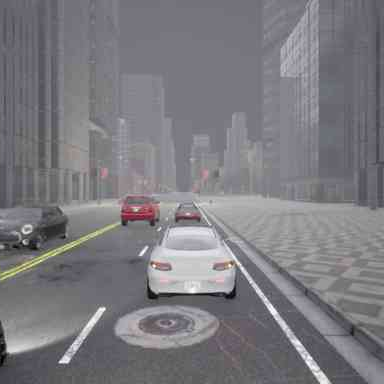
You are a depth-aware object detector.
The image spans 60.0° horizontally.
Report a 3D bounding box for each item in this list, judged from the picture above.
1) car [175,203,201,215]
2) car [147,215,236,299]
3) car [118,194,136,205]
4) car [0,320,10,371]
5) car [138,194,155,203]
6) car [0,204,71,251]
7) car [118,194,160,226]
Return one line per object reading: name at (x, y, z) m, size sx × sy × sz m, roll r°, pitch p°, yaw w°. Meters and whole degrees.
car at (-0.332, 1.552, 26.123) m, size 1.994 × 1.385 × 4.181 m, roll 0°, pitch 0°, yaw -1°
car at (-0.031, 1.523, 8.317) m, size 1.812 × 1.442 × 4.674 m, roll 0°, pitch 0°, yaw -1°
car at (-10.659, 1.195, 54.560) m, size 2.097 × 1.767 × 4.553 m, roll 0°, pitch 0°, yaw -1°
car at (-3.181, 1.564, 2.324) m, size 1.994 × 1.385 × 4.181 m, roll 0°, pitch 0°, yaw -1°
car at (-7.409, 1.076, 54.584) m, size 2.033 × 1.411 × 5.357 m, roll 0°, pitch 0°, yaw -1°
car at (-6.828, 1.347, 14.001) m, size 2.097 × 1.767 × 4.553 m, roll 0°, pitch 0°, yaw -1°
car at (-3.535, 1.213, 23.402) m, size 2.150 × 2.045 × 5.566 m, roll 0°, pitch 0°, yaw -1°
